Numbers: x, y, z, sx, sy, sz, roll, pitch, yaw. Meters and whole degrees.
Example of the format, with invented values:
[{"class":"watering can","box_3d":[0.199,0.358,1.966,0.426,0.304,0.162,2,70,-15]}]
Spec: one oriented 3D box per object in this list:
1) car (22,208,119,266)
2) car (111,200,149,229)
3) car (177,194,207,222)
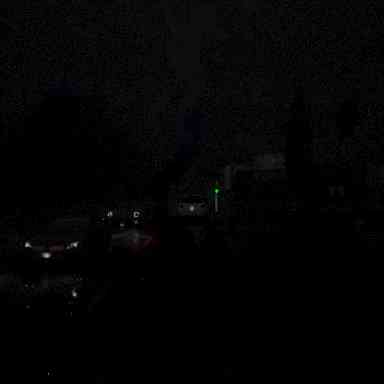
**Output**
[{"class":"car","box_3d":[-4.091,1.517,11.715,1.812,1.442,4.674,0,0,0]},{"class":"car","box_3d":[-4.074,1.335,21.644,2.097,1.767,4.553,0,0,0]},{"class":"car","box_3d":[0.008,1.204,26.355,2.150,2.045,5.566,0,0,0]}]
